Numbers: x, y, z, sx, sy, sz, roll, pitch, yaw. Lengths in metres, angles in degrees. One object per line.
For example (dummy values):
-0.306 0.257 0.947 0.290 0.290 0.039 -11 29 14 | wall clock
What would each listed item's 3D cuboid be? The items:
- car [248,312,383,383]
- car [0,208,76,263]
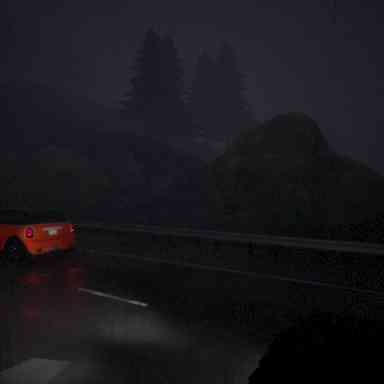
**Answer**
2.683 1.594 1.991 4.718 1.301 1.895 0 0 36 | car
-6.438 1.360 12.199 4.553 1.767 2.097 0 0 32 | car
